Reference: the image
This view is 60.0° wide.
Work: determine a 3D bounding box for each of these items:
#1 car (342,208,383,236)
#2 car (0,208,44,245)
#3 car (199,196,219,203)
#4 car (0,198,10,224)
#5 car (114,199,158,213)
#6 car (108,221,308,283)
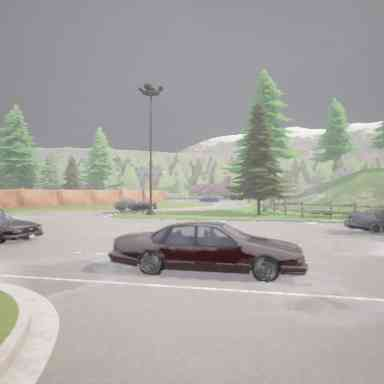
[{"bbox_3d":[11.046,1.566,17.823,5.357,1.411,2.033,0,0,12],"label":"car"},{"bbox_3d":[-9.616,1.546,15.207,5.357,1.411,2.033,0,0,12],"label":"car"},{"bbox_3d":[3.444,1.515,69.785,1.882,1.535,5.008,0,0,-39],"label":"car"},{"bbox_3d":[-15.685,1.348,23.712,4.553,1.767,2.097,0,0,12],"label":"car"},{"bbox_3d":[-6.178,1.504,36.831,4.902,1.511,2.128,0,0,-33],"label":"car"},{"bbox_3d":[0.390,1.552,9.418,5.357,1.411,2.033,0,0,12],"label":"car"}]
